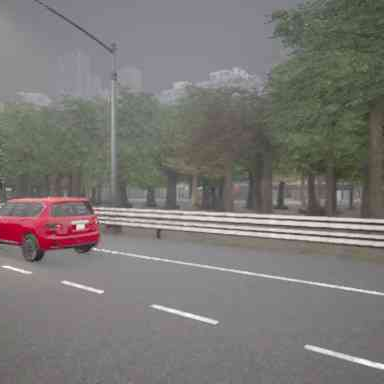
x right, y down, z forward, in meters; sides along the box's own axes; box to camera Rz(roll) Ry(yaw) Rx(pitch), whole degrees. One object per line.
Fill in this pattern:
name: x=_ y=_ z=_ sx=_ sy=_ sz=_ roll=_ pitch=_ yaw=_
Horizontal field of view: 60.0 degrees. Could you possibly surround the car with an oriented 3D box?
car: x=-5.783 y=1.223 z=12.302 sx=5.566 sy=2.045 sz=2.150 roll=0 pitch=0 yaw=36
